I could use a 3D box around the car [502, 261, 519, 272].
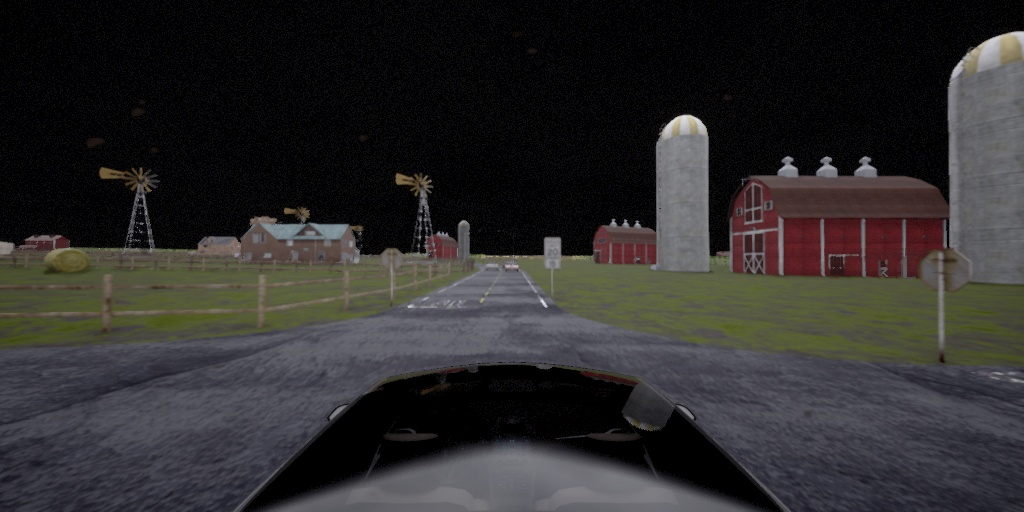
[{"bbox_3d":[-0.075,1.488,49.893,1.895,1.301,4.718,0,0,-2],"label":"car"}]

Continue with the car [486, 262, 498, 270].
[{"bbox_3d":[-3.021,1.494,54.356,1.895,1.301,4.718,0,0,-2],"label":"car"}]
